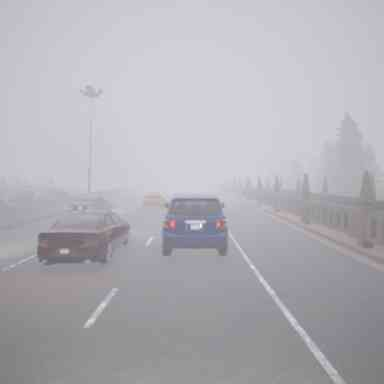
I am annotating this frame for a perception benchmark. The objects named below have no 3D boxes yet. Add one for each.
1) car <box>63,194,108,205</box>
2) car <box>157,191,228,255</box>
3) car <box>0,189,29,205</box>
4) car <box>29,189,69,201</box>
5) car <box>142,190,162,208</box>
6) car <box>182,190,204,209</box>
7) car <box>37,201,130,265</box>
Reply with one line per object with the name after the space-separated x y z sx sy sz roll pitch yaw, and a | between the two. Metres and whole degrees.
-6.894 0.940 23.044 2.033 1.411 5.357 0 2 0 | car
0.104 1.038 12.688 2.150 2.045 5.566 0 2 0 | car
-17.583 0.439 33.861 2.128 1.511 4.902 0 2 0 | car
-14.083 0.439 33.851 2.128 1.511 4.902 0 2 0 | car
-3.392 0.548 30.851 1.882 1.535 5.008 0 2 0 | car
0.108 0.619 30.291 1.812 1.442 4.674 0 2 0 | car
-3.397 1.342 11.322 1.882 1.535 5.008 0 2 0 | car
